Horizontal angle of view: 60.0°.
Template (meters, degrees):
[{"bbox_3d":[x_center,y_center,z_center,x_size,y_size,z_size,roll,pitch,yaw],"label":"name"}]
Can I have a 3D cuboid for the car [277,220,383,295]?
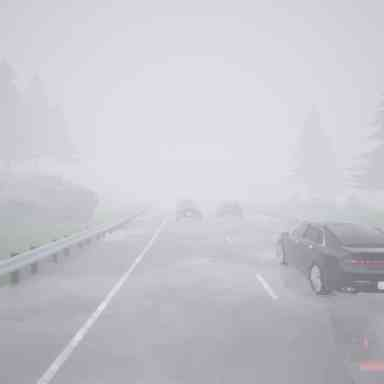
[{"bbox_3d":[3.587,1.480,8.592,1.837,1.490,4.892,0,0,0],"label":"car"}]

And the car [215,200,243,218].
[{"bbox_3d":[3.142,1.410,28.645,2.128,1.511,4.902,0,0,-2],"label":"car"}]

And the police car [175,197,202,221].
[{"bbox_3d":[-0.294,1.427,26.861,2.038,1.542,4.974,0,0,-2],"label":"police car"}]
